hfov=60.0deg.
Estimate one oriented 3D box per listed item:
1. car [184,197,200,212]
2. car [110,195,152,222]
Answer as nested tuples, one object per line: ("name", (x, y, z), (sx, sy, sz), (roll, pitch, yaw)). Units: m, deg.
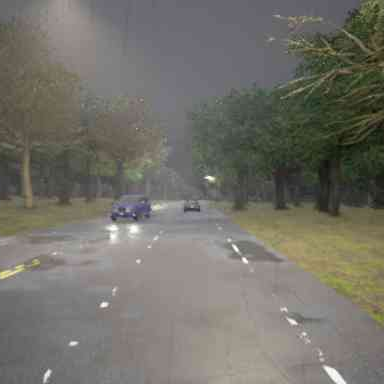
("car", (0.021, 1.651, 40.751), (1.994, 1.385, 4.181), (0, 0, 0))
("car", (-4.895, 1.269, 27.422), (2.150, 2.045, 5.566), (0, 0, 7))
